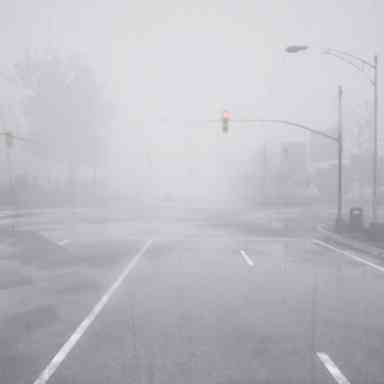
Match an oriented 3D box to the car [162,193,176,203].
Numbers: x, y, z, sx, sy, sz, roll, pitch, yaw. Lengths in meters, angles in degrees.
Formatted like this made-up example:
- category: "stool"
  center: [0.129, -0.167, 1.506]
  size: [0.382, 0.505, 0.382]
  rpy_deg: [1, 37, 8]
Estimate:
- category: "car"
  center: [-3.498, 0.846, 51.123]
  size: [2.033, 1.411, 5.357]
  rpy_deg: [0, 1, 0]
